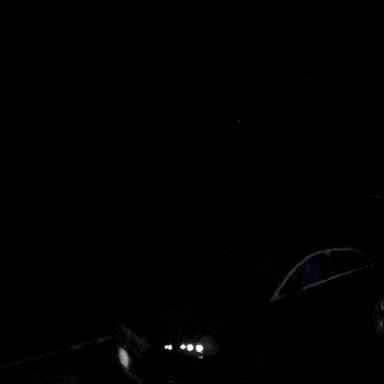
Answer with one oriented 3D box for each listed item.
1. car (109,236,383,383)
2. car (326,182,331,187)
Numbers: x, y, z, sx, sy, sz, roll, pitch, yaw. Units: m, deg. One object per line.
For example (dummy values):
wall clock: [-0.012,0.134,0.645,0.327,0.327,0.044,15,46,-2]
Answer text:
car: [1.258,1.487,4.978,4.902,1.511,2.128,0,0,-36]
car: [32.884,-2.087,80.578,4.553,1.767,2.097,-6,3,-31]
